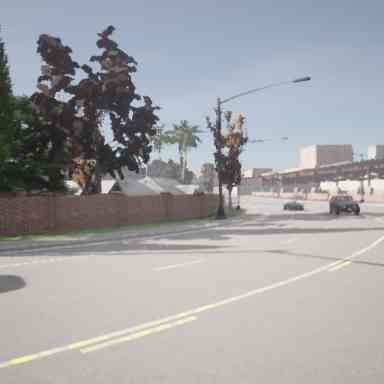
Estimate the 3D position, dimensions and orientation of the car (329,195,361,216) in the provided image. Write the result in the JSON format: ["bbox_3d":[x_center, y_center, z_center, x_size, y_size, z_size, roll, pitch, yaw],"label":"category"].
[{"bbox_3d":[15.870,1.376,34.831,2.150,2.045,5.566,-1,-1,13],"label":"car"}]

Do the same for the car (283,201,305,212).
[{"bbox_3d":[13.828,1.909,45.312,1.994,1.385,4.181,-1,-1,2],"label":"car"}]
